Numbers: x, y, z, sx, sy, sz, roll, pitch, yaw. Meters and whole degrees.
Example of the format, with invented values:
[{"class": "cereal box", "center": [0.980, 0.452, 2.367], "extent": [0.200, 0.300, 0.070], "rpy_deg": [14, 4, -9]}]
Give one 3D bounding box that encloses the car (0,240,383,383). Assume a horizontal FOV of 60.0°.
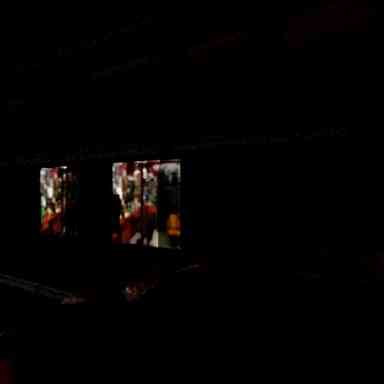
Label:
[{"class": "car", "center": [0.649, 1.322, 2.395], "extent": [5.009, 1.841, 2.192], "rpy_deg": [-1, 0, 36]}]
